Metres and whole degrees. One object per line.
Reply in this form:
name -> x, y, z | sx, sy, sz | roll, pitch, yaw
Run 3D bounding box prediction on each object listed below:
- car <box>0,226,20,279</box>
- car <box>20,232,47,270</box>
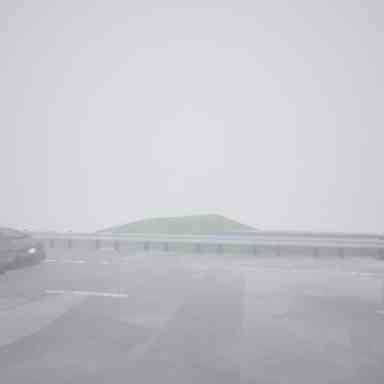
car -> -6.851, 1.345, 6.869 | 5.566, 2.045, 2.150 | 0, -1, 10
car -> -6.781, 1.746, 10.371 | 4.181, 1.385, 1.994 | 0, -1, 10
